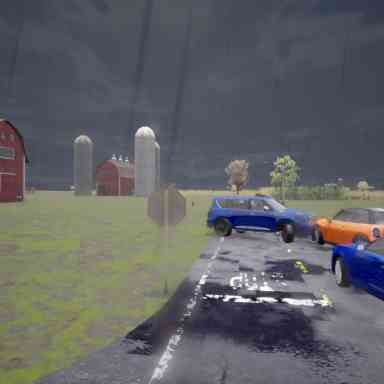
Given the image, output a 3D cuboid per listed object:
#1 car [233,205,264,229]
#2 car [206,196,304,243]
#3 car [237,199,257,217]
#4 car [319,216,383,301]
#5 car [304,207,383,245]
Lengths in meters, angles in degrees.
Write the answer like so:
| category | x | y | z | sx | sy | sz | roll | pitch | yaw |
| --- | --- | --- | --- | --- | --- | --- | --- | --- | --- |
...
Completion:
| category | x | y | z | sx | sy | sz | roll | pitch | yaw |
| --- | --- | --- | --- | --- | --- | --- | --- | --- | --- |
| car | 3.818 | 1.601 | 22.711 | 1.895 | 1.301 | 4.718 | 0 | 0 | 9 |
| car | 3.350 | 1.218 | 16.479 | 5.566 | 2.045 | 2.150 | 0 | 0 | 36 |
| car | 5.453 | 1.502 | 33.022 | 1.837 | 1.490 | 4.892 | 0 | 0 | 9 |
| car | 4.470 | 1.480 | 6.311 | 1.882 | 1.535 | 5.008 | 0 | 0 | -3 |
| car | 6.430 | 1.363 | 12.721 | 2.097 | 1.767 | 4.553 | 0 | 0 | -6 |
